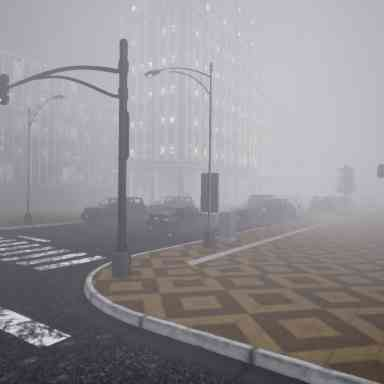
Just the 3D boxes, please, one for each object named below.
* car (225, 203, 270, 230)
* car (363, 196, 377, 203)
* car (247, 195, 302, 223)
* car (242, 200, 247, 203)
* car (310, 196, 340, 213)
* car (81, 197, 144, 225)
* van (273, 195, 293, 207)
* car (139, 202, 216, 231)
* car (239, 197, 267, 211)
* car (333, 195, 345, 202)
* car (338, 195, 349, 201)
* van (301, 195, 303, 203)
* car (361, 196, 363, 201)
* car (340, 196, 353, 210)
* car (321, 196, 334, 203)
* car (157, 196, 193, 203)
[{"bbox_3d":[3.306,1.668,21.999,1.802,1.307,4.206,1,0,35],"label":"car"},{"bbox_3d":[39.639,1.597,73.429,1.967,1.590,4.097,1,1,35],"label":"car"},{"bbox_3d":[6.803,1.409,26.922,2.192,1.841,5.009,1,0,35],"label":"car"},{"bbox_3d":[7.228,1.282,32.174,2.150,2.045,5.566,1,1,35],"label":"car"},{"bbox_3d":[15.392,1.427,39.160,2.192,1.841,5.009,1,0,35],"label":"car"},{"bbox_3d":[-5.412,1.274,23.770,2.192,1.841,5.009,1,0,35],"label":"car"},{"bbox_3d":[13.953,1.345,50.842,1.690,1.788,3.998,1,0,35],"label":"van"},{"bbox_3d":[-0.580,1.589,21.172,2.033,1.411,5.357,1,1,35],"label":"car"},{"bbox_3d":[7.775,1.430,42.247,1.967,1.590,4.097,1,0,35],"label":"car"},{"bbox_3d":[36.324,1.570,82.374,1.752,1.417,4.829,1,1,35],"label":"car"},{"bbox_3d":[39.632,1.616,87.037,1.947,1.339,4.313,1,1,35],"label":"car"},{"bbox_3d":[17.164,1.351,55.366,1.690,1.788,3.998,1,0,35],"label":"van"},{"bbox_3d":[44.107,1.655,84.158,2.128,1.511,4.902,1,1,35],"label":"car"},{"bbox_3d":[20.380,1.436,46.282,2.192,1.841,5.009,1,0,35],"label":"car"},{"bbox_3d":[30.001,1.616,73.465,1.802,1.307,4.206,1,1,35],"label":"car"},{"bbox_3d":[-1.749,1.283,28.934,2.192,1.841,5.009,1,0,35],"label":"car"}]
